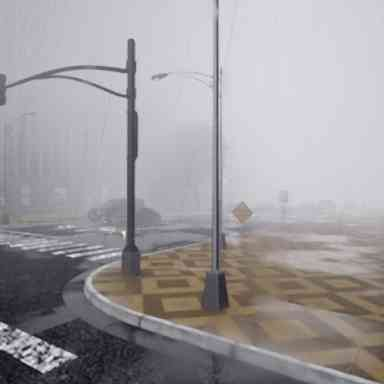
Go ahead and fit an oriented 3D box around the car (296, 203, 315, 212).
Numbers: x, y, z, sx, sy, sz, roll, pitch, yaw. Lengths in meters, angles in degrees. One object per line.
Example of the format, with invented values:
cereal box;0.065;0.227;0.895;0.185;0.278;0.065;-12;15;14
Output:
car;18.827;2.573;54.932;1.994;1.385;4.181;0;-1;33

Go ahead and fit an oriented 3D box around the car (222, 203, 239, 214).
car;5.814;2.274;46.838;1.812;1.442;4.674;0;-1;33

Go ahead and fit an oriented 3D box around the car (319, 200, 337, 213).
car;21.581;2.238;53.204;2.150;2.045;5.566;0;-1;33

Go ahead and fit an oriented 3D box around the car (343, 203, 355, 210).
car;31.119;2.822;65.955;1.812;1.442;4.674;0;-1;33

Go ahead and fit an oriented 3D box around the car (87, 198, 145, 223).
car;-6.178;1.574;28.206;2.150;2.045;5.566;0;-1;33

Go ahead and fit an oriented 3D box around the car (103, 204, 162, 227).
car;-4.174;1.863;25.351;1.812;1.442;4.674;0;-1;33

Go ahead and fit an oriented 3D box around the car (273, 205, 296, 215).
car;13.388;2.431;46.370;1.895;1.301;4.718;0;-1;33

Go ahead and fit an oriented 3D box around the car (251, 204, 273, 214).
car;10.278;2.360;47.733;2.033;1.411;5.357;0;-1;33

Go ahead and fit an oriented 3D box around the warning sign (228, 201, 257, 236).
warning sign;2.851;1.444;18.730;1.300;1.860;1.060;1;1;33

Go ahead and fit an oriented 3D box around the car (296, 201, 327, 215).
car;16.056;2.327;44.517;2.128;1.511;4.902;0;-1;33
